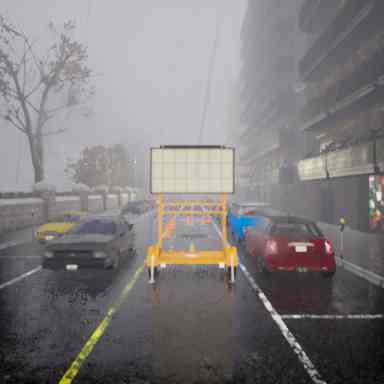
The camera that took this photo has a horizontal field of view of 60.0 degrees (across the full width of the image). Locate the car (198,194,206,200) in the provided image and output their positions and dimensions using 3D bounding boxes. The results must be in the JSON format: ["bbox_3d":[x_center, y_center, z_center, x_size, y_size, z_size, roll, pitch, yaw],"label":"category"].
[{"bbox_3d":[2.807,1.473,94.631,1.967,1.590,4.097,0,0,0],"label":"car"}]

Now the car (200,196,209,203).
[{"bbox_3d":[2.780,1.587,72.110,1.802,1.307,4.206,0,0,0],"label":"car"}]

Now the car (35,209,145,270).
[{"bbox_3d":[-3.084,1.541,11.207,2.033,1.411,5.357,0,0,0],"label":"car"}]

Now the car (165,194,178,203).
[{"bbox_3d":[-2.935,1.235,52.265,1.895,1.301,4.718,0,0,0],"label":"car"}]

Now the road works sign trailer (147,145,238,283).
[{"bbox_3d":[0.013,0.459,9.630,2.380,3.560,2.880,0,0,0],"label":"road works sign trailer"}]

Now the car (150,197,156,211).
[{"bbox_3d":[-5.641,1.562,38.341,1.802,1.307,4.206,0,0,0],"label":"car"}]

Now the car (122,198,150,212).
[{"bbox_3d":[-5.648,1.549,32.711,1.947,1.339,4.313,0,0,0],"label":"car"}]

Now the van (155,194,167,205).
[{"bbox_3d":[-5.614,1.335,60.859,1.690,1.788,3.998,0,0,0],"label":"van"}]

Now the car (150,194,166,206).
[{"bbox_3d":[-5.621,1.304,55.229,2.192,1.841,5.009,0,0,0],"label":"car"}]

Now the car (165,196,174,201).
[{"bbox_3d":[-5.587,1.583,83.381,1.947,1.339,4.313,0,0,0],"label":"car"}]

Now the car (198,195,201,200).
[{"bbox_3d":[2.773,1.440,66.480,1.967,1.590,4.097,0,0,0],"label":"car"}]

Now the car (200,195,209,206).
[{"bbox_3d":[2.759,1.571,55.218,1.802,1.307,4.206,0,0,0],"label":"car"}]

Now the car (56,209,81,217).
[{"bbox_3d":[-5.668,1.517,15.648,1.752,1.417,4.829,0,0,0],"label":"car"}]

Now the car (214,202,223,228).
[{"bbox_3d":[2.719,1.555,21.438,1.947,1.339,4.313,0,0,0],"label":"car"}]

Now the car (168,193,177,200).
[{"bbox_3d":[-5.572,1.348,94.641,2.192,1.841,5.009,0,0,0],"label":"car"}]

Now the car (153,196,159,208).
[{"bbox_3d":[-5.634,1.524,43.969,1.887,1.381,4.507,0,0,0],"label":"car"}]

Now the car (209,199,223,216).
[{"bbox_3d":[2.725,1.537,27.069,2.008,1.369,4.403,0,0,0],"label":"car"}]

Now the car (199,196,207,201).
[{"bbox_3d":[2.794,1.583,83.371,1.947,1.339,4.313,0,0,0],"label":"car"}]

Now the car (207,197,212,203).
[{"bbox_3d":[2.733,1.528,32.700,1.887,1.381,4.507,0,0,0],"label":"car"}]

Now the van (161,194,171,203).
[{"bbox_3d":[-5.601,1.346,72.120,1.690,1.788,3.998,0,0,0],"label":"van"}]

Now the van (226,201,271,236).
[{"bbox_3d":[2.712,1.333,15.808,1.690,1.788,3.998,0,0,0],"label":"van"}]

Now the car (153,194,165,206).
[{"bbox_3d":[-5.627,1.424,49.597,1.967,1.590,4.097,0,0,0],"label":"car"}]

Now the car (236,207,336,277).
[{"bbox_3d":[2.705,1.434,10.177,1.967,1.590,4.097,0,0,0],"label":"car"}]
